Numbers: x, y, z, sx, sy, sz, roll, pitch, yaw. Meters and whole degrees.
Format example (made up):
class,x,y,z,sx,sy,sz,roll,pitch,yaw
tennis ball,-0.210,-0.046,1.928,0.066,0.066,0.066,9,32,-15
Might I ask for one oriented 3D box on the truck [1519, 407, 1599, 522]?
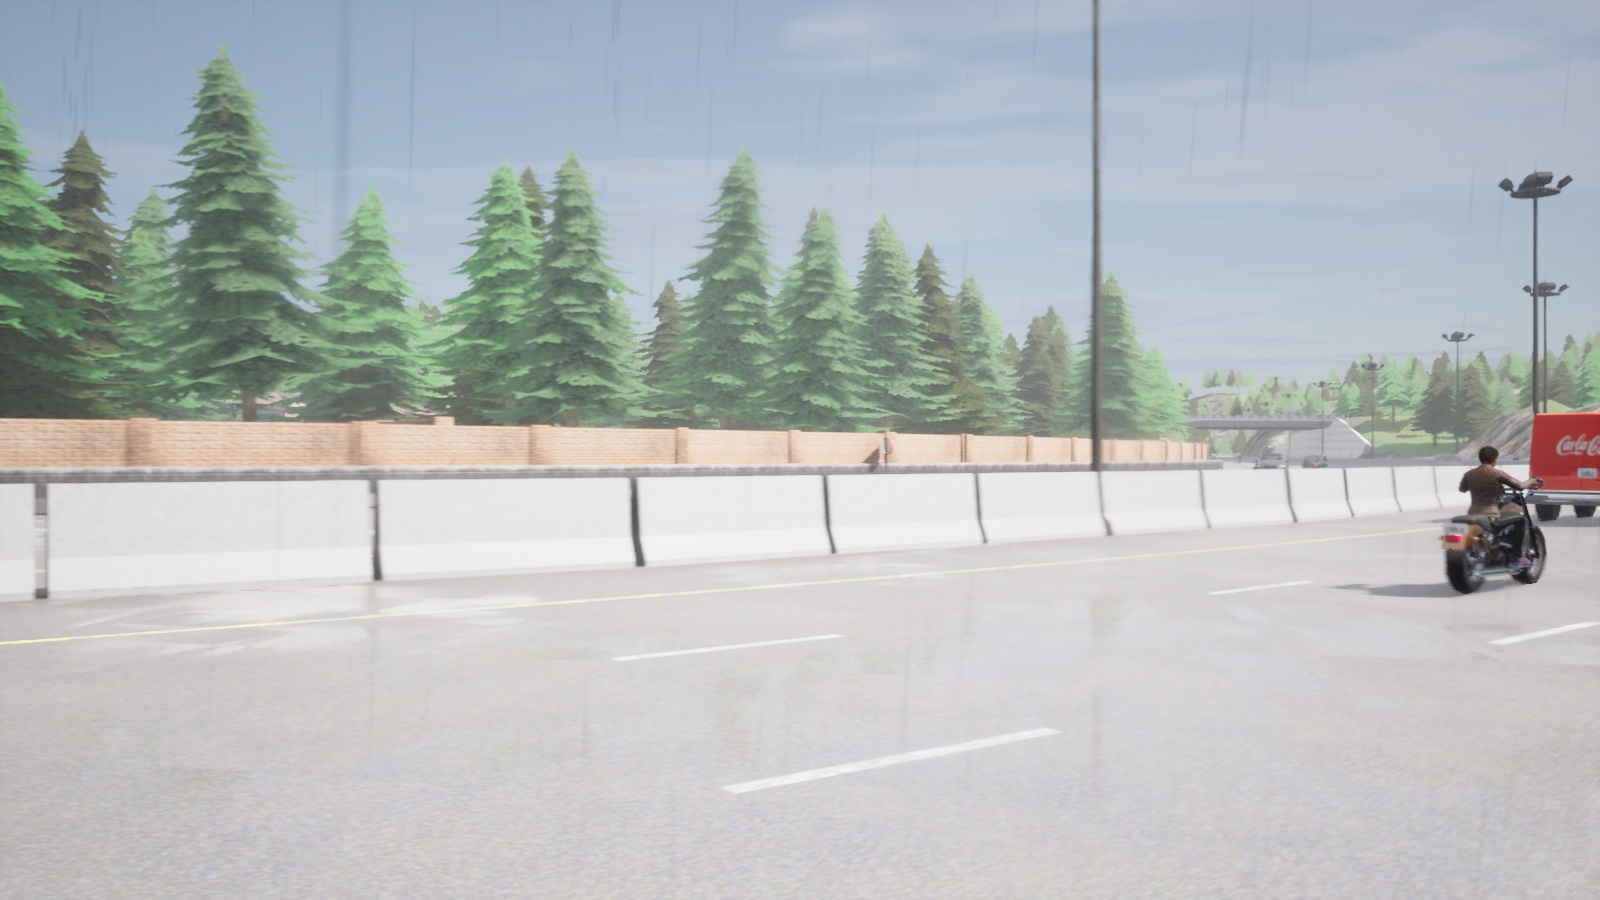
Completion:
class,x,y,z,sx,sy,sz,roll,pitch,yaw
truck,18.785,0.321,28.975,2.627,2.467,5.204,0,0,44

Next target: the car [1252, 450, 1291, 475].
class,x,y,z,sx,sy,sz,roll,pitch,yaw
car,32.426,0.852,86.302,2.242,1.667,4.611,0,0,24

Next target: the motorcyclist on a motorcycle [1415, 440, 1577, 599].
class,x,y,z,sx,sy,sz,roll,pitch,yaw
motorcyclist on a motorcycle,7.831,0.731,14.074,2.350,1.649,0.766,0,-1,-40

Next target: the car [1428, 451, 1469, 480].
class,x,y,z,sx,sy,sz,roll,pitch,yaw
car,37.478,0.863,72.607,2.033,1.649,4.856,0,0,27
